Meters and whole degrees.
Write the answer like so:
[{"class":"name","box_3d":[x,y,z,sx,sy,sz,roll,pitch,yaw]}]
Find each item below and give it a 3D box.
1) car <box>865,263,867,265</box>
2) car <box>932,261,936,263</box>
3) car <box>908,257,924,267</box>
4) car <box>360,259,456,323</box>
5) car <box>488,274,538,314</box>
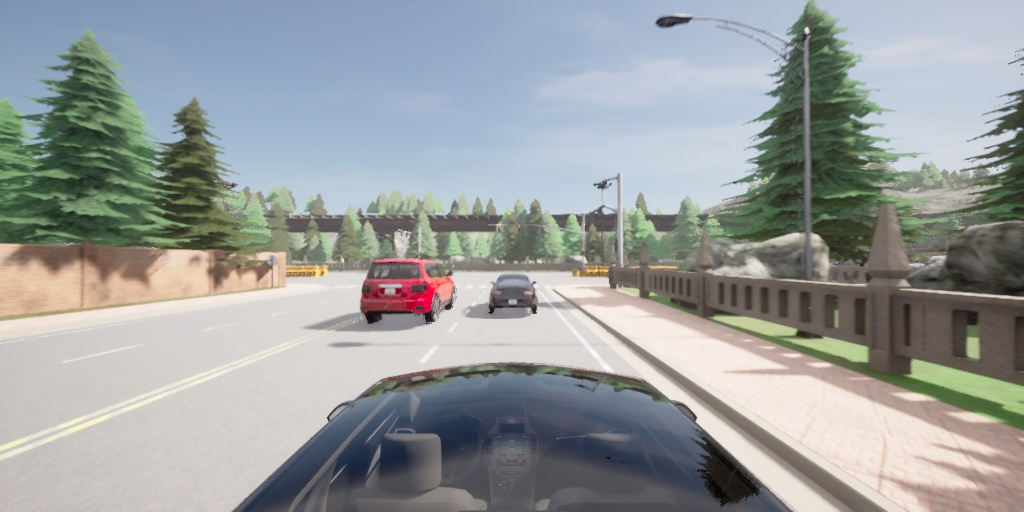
[{"class":"car","box_3d":[43.579,1.463,41.320,4.181,1.385,1.994,-3,-1,0]},{"class":"car","box_3d":[43.421,1.374,34.322,4.181,1.385,1.994,-3,-1,1]},{"class":"car","box_3d":[42.533,1.126,37.836,5.566,2.045,2.150,-3,-1,0]},{"class":"car","box_3d":[-3.465,1.129,12.932,2.150,2.045,5.566,0,-1,0]},{"class":"car","box_3d":[0.054,1.457,14.760,1.812,1.442,4.674,0,-1,1]}]
